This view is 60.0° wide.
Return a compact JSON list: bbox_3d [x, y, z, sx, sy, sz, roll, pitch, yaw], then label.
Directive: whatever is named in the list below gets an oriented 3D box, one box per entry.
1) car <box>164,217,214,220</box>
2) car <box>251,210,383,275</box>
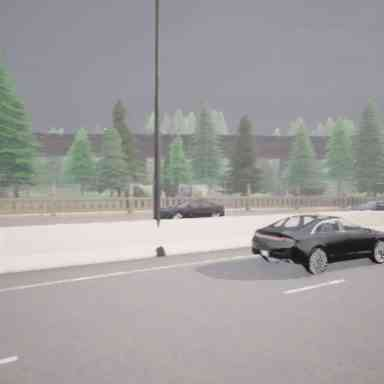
[{"bbox_3d":[0.028,1.323,24.163,5.008,1.535,1.882,0,0,-27],"label":"car"},{"bbox_3d":[4.071,1.445,10.218,4.902,1.511,2.128,0,0,-30],"label":"car"}]
